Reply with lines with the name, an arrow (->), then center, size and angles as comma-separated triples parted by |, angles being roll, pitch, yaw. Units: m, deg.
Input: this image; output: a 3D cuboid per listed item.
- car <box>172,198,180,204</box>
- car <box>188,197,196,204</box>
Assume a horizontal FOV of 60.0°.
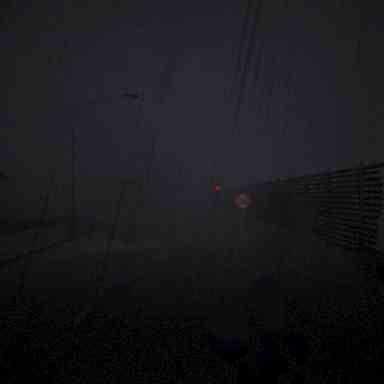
car -> -4.029, 2.266, 84.040 | 1.882, 1.535, 5.008 | 0, -1, 0
car -> -0.028, 2.084, 82.030 | 1.837, 1.490, 4.892 | 0, -1, 0
